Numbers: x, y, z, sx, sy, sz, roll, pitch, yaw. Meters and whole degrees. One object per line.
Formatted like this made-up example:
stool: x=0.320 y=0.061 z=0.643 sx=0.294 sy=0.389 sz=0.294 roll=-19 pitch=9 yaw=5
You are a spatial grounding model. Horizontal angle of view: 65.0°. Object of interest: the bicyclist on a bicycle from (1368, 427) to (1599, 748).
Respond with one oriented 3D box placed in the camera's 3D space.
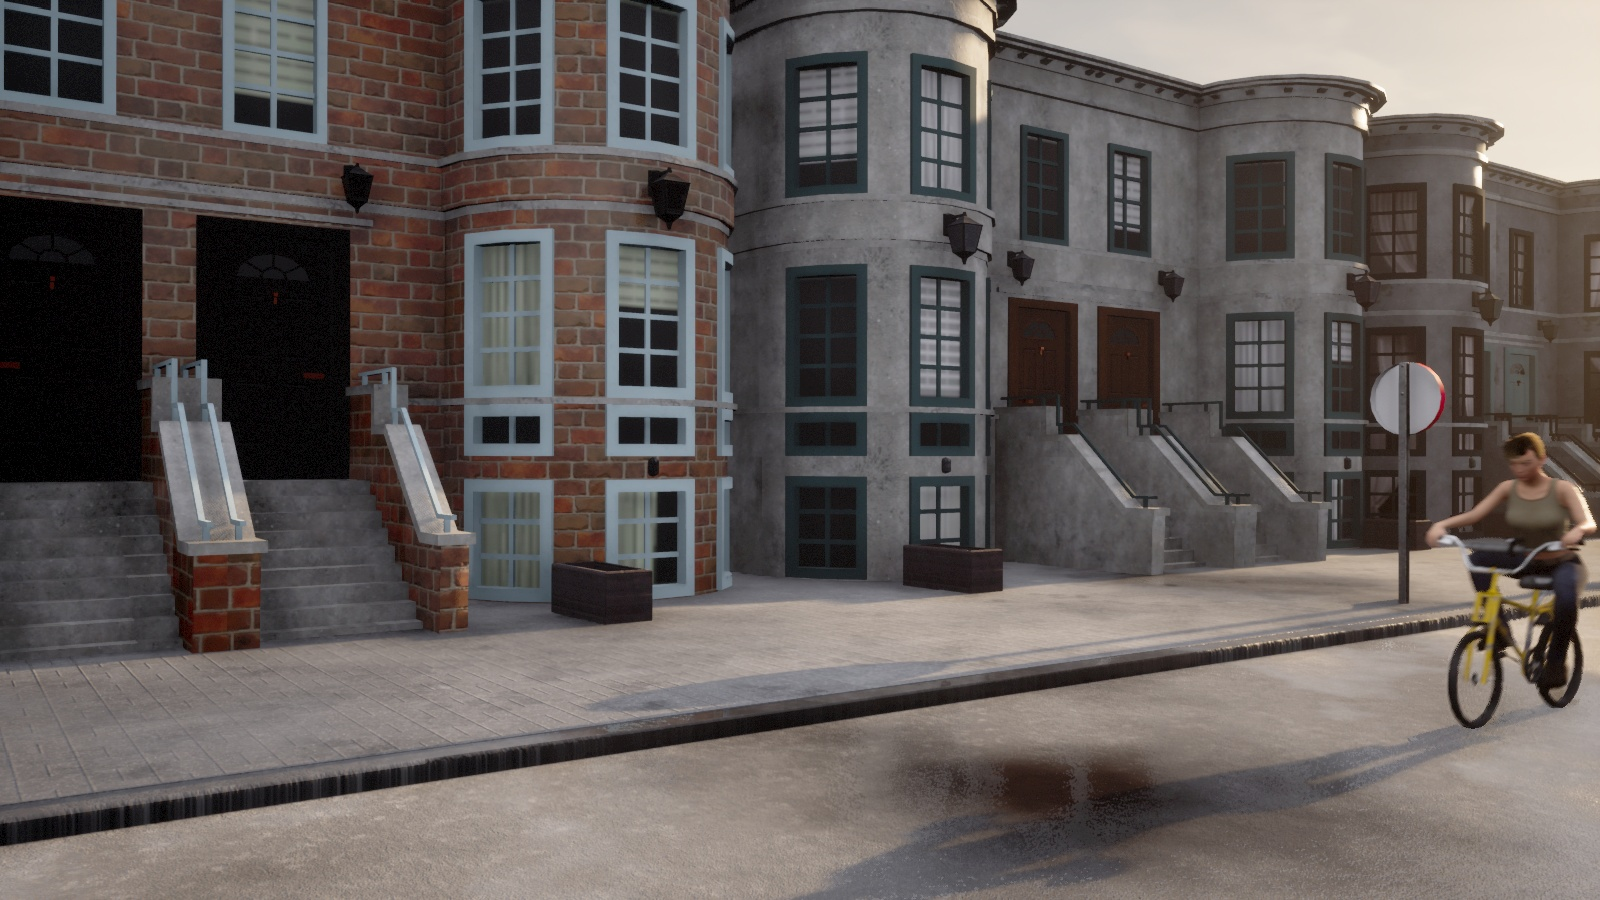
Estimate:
bicyclist on a bicycle: x=4.039 y=0.690 z=7.085 sx=1.509 sy=1.612 sz=0.866 roll=0 pitch=0 yaw=-35
